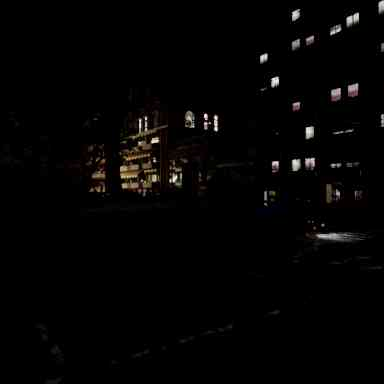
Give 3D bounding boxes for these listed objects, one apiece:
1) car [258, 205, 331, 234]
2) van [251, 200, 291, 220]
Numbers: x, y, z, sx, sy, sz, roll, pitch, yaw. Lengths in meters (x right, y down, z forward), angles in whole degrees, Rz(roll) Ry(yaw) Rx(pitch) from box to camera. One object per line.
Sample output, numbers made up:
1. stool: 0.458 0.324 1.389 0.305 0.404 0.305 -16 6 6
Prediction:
1. car: 6.521 1.770 20.940 1.994 1.385 4.181 0 -1 -32
2. van: 7.160 1.643 30.208 1.690 1.788 3.998 -1 0 -36
